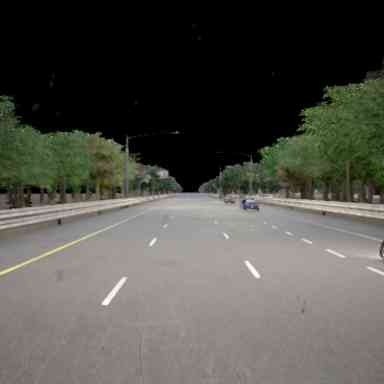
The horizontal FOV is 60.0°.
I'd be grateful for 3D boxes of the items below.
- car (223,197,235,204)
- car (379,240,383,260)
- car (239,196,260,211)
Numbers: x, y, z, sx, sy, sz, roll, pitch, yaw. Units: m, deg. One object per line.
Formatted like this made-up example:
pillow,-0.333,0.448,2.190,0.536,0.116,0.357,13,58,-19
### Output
car,7.007,1.583,63.482,1.895,1.301,4.718,0,0,0
car,7.000,1.566,8.973,1.994,1.385,4.181,0,0,0
car,7.001,1.523,40.877,1.812,1.442,4.674,0,0,0
